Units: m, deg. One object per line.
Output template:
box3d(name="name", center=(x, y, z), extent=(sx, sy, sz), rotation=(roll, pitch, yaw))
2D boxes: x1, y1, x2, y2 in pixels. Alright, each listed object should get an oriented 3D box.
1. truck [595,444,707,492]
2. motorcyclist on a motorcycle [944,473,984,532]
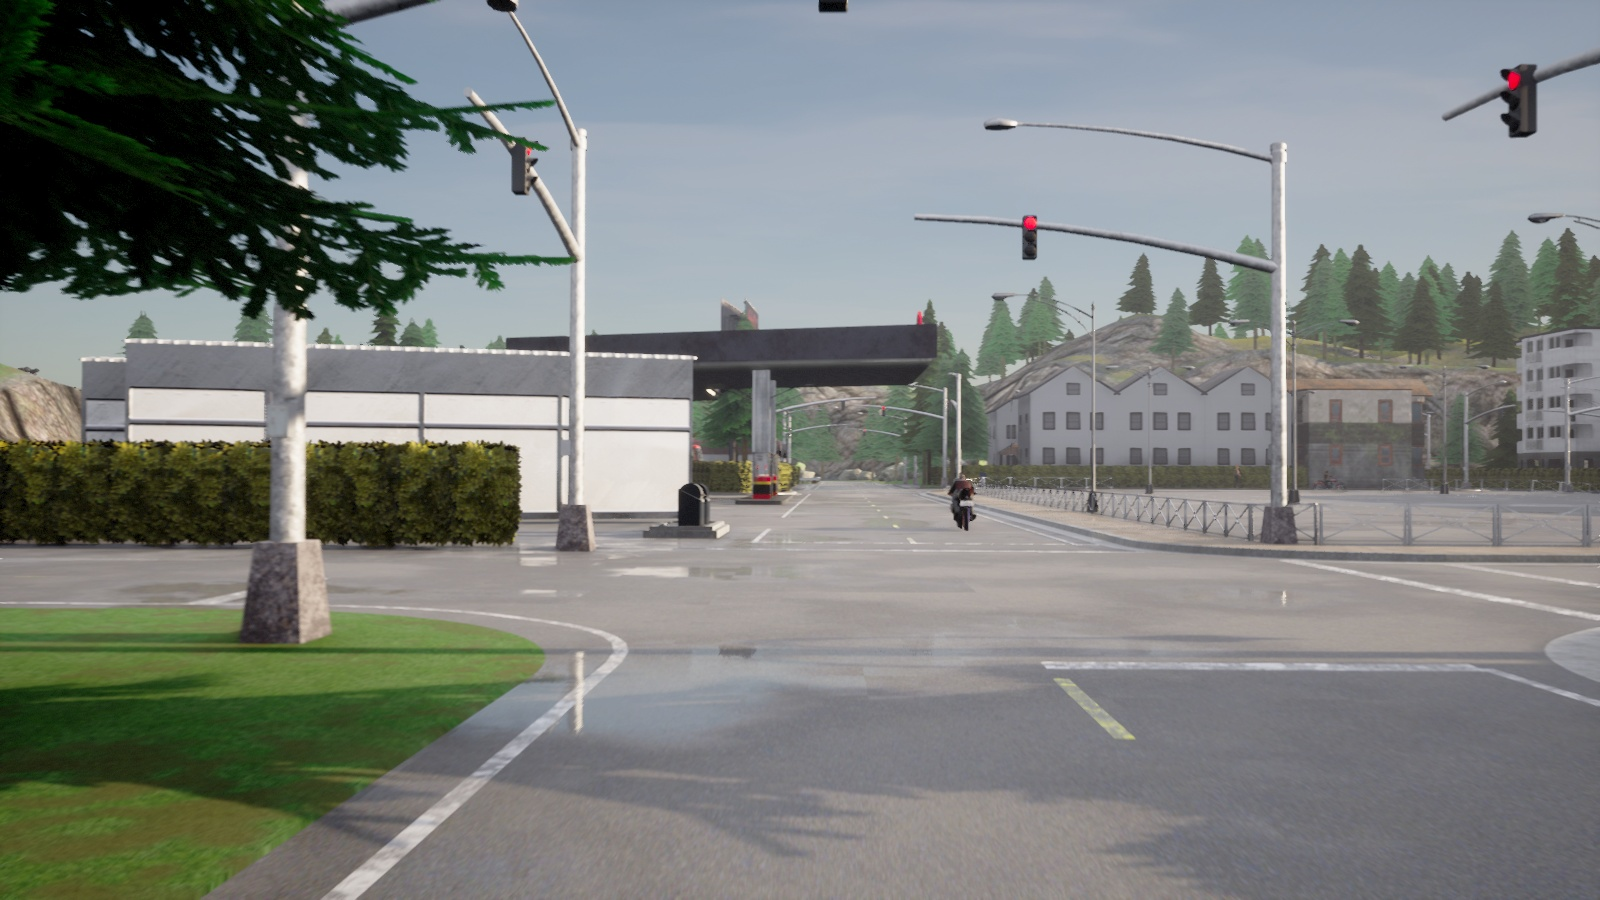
box3d(name="truck", center=(-11.109, 1.330, 94.264), extent=(7.936, 3.462, 2.891), rotation=(-1, 0, 1))
box3d(name="motorcyclist on a motorcycle", center=(4.464, 1.409, 34.292), extent=(0.866, 1.530, 2.191), rotation=(0, -1, 2))
